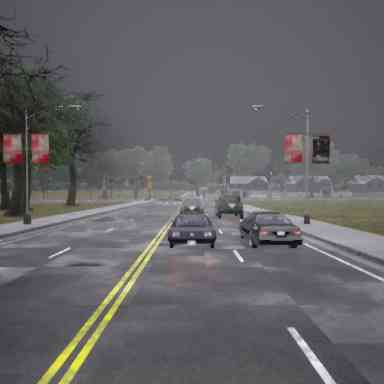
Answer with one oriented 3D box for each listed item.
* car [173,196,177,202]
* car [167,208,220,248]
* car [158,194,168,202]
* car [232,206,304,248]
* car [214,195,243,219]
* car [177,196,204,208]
[{"bbox_3d":[-3.249,1.557,75.053,2.033,1.411,5.357,0,0,0],"label":"car"},{"bbox_3d":[0.000,1.615,14.683,1.895,1.301,4.718,0,0,0],"label":"car"},{"bbox_3d":[-6.499,1.357,75.361,2.097,1.767,4.553,0,0,0],"label":"car"},{"bbox_3d":[3.250,1.562,14.653,2.033,1.411,5.357,0,0,0],"label":"car"},{"bbox_3d":[3.251,1.263,29.685,2.150,2.045,5.566,0,0,0],"label":"car"},{"bbox_3d":[0.001,1.371,29.626,2.097,1.767,4.553,0,0,0],"label":"car"}]
